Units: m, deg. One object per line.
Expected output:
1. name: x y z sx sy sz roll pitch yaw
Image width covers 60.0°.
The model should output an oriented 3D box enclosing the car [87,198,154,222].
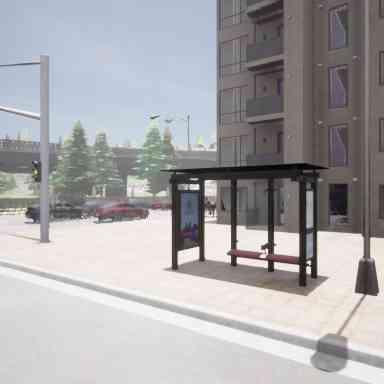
1. car: -5.372 1.470 25.570 1.812 1.442 4.674 0 0 36

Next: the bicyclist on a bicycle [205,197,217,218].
1. bicyclist on a bicycle: 1.336 1.245 26.619 1.656 1.620 0.582 0 0 36

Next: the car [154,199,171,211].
1. car: -2.825 1.545 40.301 1.895 1.301 4.718 0 0 43

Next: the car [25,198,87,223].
1. car: -9.981 1.449 25.211 1.837 1.490 4.892 0 0 36

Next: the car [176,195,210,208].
1. car: 0.151 1.296 47.392 4.553 1.767 2.097 0 0 -34

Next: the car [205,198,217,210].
1. car: 3.227 1.545 41.102 4.718 1.301 1.895 0 0 -40

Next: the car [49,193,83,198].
1. car: -13.208 1.166 32.917 2.150 2.045 5.566 0 0 37

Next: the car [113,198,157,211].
1. car: -6.888 1.492 40.984 2.033 1.411 5.357 0 0 40
